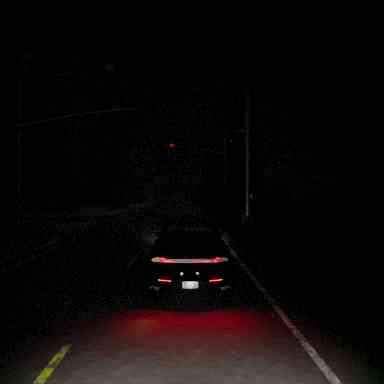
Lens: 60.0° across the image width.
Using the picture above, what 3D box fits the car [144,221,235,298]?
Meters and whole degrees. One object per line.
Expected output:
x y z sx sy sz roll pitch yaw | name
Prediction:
-0.071 1.491 8.530 2.128 1.511 4.902 0 0 -1 | car
